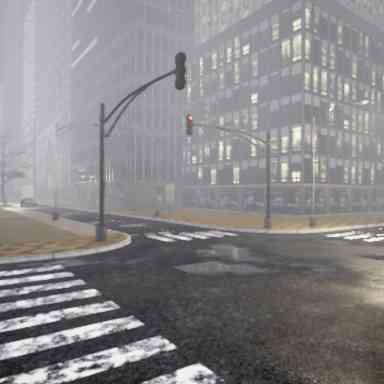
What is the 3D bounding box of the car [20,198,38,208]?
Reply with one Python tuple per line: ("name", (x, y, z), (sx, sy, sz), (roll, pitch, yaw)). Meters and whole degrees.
("car", (-25.347, 1.646, 51.663), (2.033, 1.411, 5.357), (1, 0, -35))
